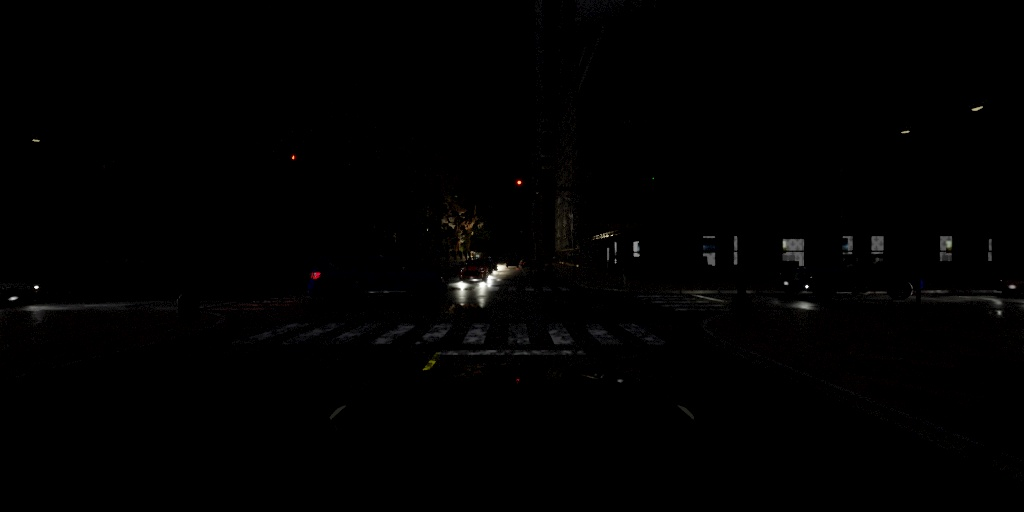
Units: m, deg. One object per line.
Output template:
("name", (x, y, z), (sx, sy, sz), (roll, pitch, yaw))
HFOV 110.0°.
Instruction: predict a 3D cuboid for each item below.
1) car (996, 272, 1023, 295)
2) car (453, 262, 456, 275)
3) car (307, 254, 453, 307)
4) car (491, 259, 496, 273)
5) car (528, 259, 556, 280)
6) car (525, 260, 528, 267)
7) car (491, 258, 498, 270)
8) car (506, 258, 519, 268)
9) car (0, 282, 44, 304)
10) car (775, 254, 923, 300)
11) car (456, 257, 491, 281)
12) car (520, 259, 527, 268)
("car", (25.776, 1.164, 16.667), (4.902, 1.511, 2.128), (0, 0, 1))
("car", (-5.716, 1.297, 36.507), (1.888, 1.381, 4.507), (0, 0, 0))
("car", (-5.685, 0.976, 15.574), (5.566, 2.045, 2.150), (1, 0, -24))
("car", (-3.127, 1.353, 39.794), (1.895, 1.301, 4.718), (0, 0, 0))
("car", (2.669, 1.192, 30.835), (1.967, 1.591, 4.097), (0, 0, 0))
("car", (2.664, 1.318, 36.516), (1.948, 1.339, 4.313), (0, 0, 0))
("car", (-3.124, 1.105, 49.770), (2.097, 1.767, 4.553), (0, 0, 0))
("car", (0.059, 1.099, 61.940), (2.097, 1.767, 4.553), (0, 0, 0))
("car", (-22.217, 1.406, 14.438), (4.718, 1.301, 1.895), (0, 0, 1))
("car", (15.700, 0.925, 16.873), (5.566, 2.045, 2.150), (0, 0, 1))
("car", (-3.121, 1.104, 30.007), (2.097, 1.767, 4.553), (0, 0, 0))
("car", (2.647, 1.315, 59.241), (1.948, 1.339, 4.313), (0, 0, 0))
